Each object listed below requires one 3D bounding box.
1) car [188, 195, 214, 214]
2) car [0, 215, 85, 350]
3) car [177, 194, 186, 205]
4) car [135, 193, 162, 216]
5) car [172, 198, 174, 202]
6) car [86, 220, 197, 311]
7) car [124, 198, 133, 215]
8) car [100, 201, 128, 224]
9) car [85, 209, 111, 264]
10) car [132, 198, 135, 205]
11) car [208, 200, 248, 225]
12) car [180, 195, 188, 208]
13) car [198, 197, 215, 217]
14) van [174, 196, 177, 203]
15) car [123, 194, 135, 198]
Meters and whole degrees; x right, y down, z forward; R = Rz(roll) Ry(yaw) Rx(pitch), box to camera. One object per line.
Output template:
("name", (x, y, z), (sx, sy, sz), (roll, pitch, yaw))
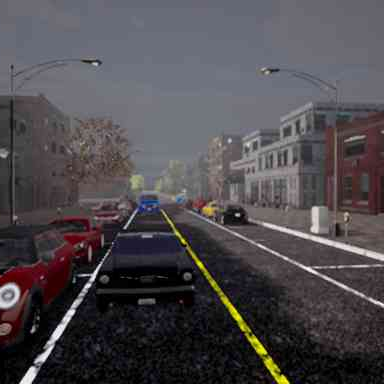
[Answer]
("car", (1.270, 1.265, 34.707), (2.192, 1.841, 5.009), (-1, 0, -7))
("car", (-3.446, 1.434, 6.111), (1.967, 1.590, 4.097), (-1, 0, -7))
("car", (-0.905, 1.454, 51.380), (1.752, 1.417, 4.829), (-1, 0, -7))
("car", (-4.191, 1.177, 32.622), (2.150, 2.045, 5.566), (0, 0, -7))
("car", (-3.060, 1.431, 67.885), (1.752, 1.417, 4.829), (-1, 0, -7))
("car", (-1.071, 1.591, 7.963), (1.895, 1.301, 4.718), (0, 0, -7))
("car", (-6.319, 1.517, 28.118), (2.008, 1.369, 4.403), (-1, 0, -7))
("car", (-5.600, 1.555, 22.616), (1.802, 1.307, 4.206), (-1, 0, -7))
("car", (-4.163, 1.532, 11.613), (1.887, 1.381, 4.507), (-1, 0, -7))
("car", (-7.037, 1.541, 33.620), (1.802, 1.307, 4.206), (-1, 0, -7))
("car", (2.709, 1.530, 23.704), (1.947, 1.339, 4.313), (-1, 0, -7))
("car", (-0.164, 1.518, 45.710), (1.802, 1.307, 4.206), (-1, 0, -7))
("car", (1.970, 1.483, 29.373), (1.752, 1.417, 4.829), (-1, 0, -7))
("van", (-1.603, 1.262, 56.713), (1.690, 1.788, 3.998), (-1, 0, -7))
("car", (-9.195, 1.252, 50.124), (2.192, 1.841, 5.009), (-1, 0, -7))
